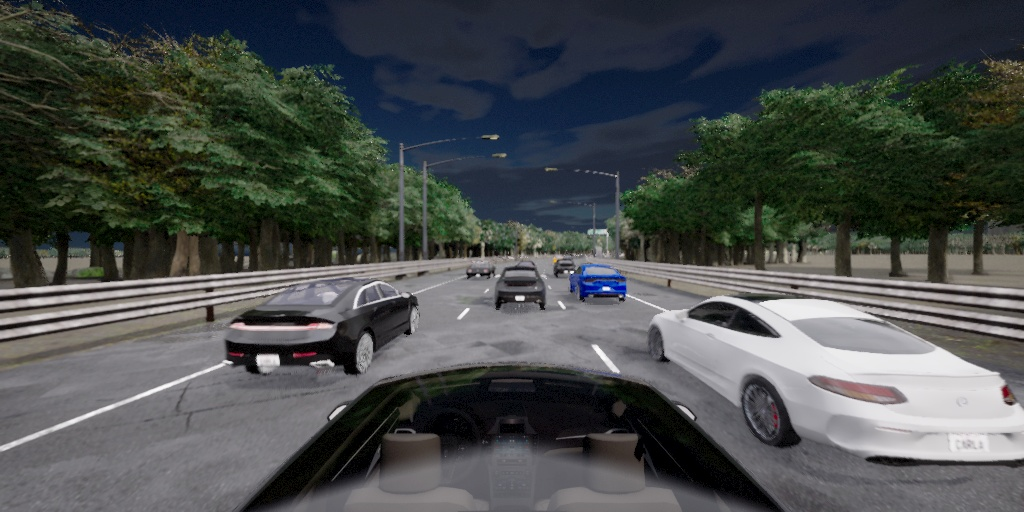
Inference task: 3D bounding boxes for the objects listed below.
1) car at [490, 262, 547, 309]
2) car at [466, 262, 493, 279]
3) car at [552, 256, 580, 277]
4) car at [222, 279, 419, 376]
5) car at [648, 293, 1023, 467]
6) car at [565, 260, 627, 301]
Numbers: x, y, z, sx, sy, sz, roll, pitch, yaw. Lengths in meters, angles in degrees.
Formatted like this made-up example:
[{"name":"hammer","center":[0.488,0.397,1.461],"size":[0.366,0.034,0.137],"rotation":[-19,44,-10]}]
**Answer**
[{"name":"car","center":[0.349,1.166,14.520],"size":[1.837,1.490,4.892],"rotation":[0,0,2]},{"name":"car","center":[-2.416,1.159,29.336],"size":[1.895,1.301,4.718],"rotation":[0,0,4]},{"name":"car","center":[4.700,1.044,32.177],"size":[1.837,1.490,4.892],"rotation":[0,0,4]},{"name":"car","center":[-3.323,1.202,7.353],"size":[2.128,1.511,4.902],"rotation":[0,0,1]},{"name":"car","center":[3.539,1.253,5.065],"size":[1.812,1.442,4.674],"rotation":[0,0,0]},{"name":"car","center":[3.804,1.126,16.544],"size":[1.882,1.535,5.008],"rotation":[0,0,2]}]
